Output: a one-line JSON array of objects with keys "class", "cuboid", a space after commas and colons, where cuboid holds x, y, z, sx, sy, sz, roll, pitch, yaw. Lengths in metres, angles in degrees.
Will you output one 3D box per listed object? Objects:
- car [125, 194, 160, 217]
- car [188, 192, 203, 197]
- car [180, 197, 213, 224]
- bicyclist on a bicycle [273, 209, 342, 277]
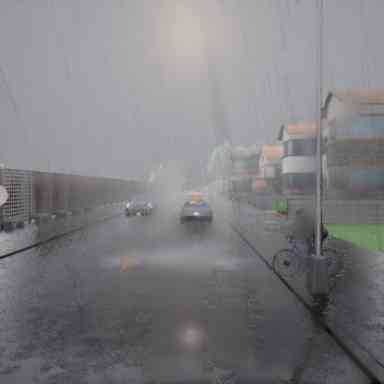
[{"class": "car", "cuboid": [-3.775, 0.949, 25.957, 2.097, 1.767, 4.553, 0, 1, 1]}, {"class": "car", "cuboid": [0.493, 0.782, 44.774, 1.882, 1.535, 5.008, 0, 0, 1]}, {"class": "car", "cuboid": [0.282, 1.228, 21.552, 1.994, 1.385, 4.181, 0, 1, 1]}, {"class": "bicyclist on a bicycle", "cuboid": [2.732, 1.225, 7.869, 1.656, 1.620, 0.582, 0, 1, 1]}]
